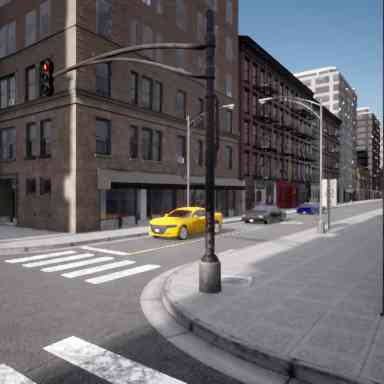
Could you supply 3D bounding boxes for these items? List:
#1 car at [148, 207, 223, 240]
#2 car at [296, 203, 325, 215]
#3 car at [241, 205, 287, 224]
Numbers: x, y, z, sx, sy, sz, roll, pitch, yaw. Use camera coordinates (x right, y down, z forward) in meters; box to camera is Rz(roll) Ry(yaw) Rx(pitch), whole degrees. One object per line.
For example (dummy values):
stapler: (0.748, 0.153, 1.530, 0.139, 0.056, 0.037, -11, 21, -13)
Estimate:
car: (-0.214, 1.576, 17.895, 1.882, 1.535, 5.008, 0, 0, 35)
car: (12.947, 1.829, 36.330, 1.895, 1.301, 4.718, 0, 0, 36)
car: (5.869, 1.707, 26.426, 2.033, 1.411, 5.357, 0, 0, 36)
